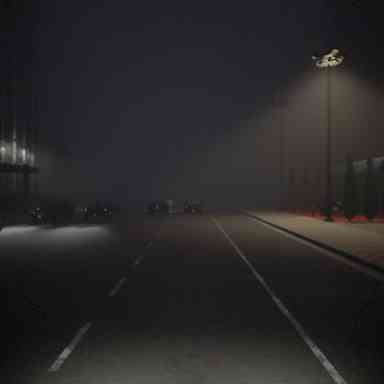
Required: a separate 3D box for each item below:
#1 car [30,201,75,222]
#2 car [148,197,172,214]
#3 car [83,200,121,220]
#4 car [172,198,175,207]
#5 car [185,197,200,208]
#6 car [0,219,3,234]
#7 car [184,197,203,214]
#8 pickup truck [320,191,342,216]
[{"bbox_3d":[-10.561,1.439,25.535,2.128,1.511,4.902,0,0,0],"label":"car"},{"bbox_3d":[-3.382,1.495,34.014,1.994,1.385,4.181,0,0,-1],"label":"car"},{"bbox_3d":[-6.991,1.347,26.236,1.895,1.301,4.718,0,0,0],"label":"car"},{"bbox_3d":[-3.452,1.429,47.866,1.812,1.442,4.674,0,0,0],"label":"car"},{"bbox_3d":[0.032,1.454,46.426,2.033,1.411,5.357,0,0,0],"label":"car"},{"bbox_3d":[-10.583,1.532,15.170,1.994,1.385,4.181,0,0,0],"label":"car"},{"bbox_3d":[0.111,1.530,34.835,1.895,1.301,4.718,0,0,0],"label":"car"},{"bbox_3d":[13.131,1.000,29.563,2.390,2.098,6.274,0,0,31],"label":"pickup truck"}]
